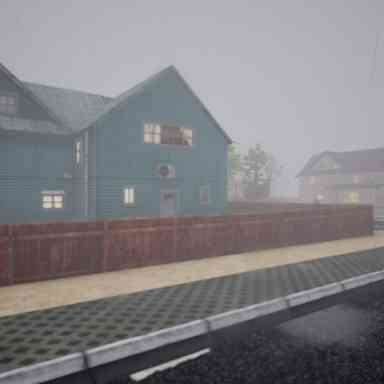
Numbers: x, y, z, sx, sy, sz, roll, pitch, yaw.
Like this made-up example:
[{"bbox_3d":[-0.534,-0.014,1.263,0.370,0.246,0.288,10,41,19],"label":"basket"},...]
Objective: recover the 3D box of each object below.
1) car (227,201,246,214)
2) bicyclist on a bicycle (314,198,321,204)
[{"bbox_3d":[5.020,1.615,33.606,1.994,1.385,4.181,0,0,-36],"label":"car"},{"bbox_3d":[12.494,1.390,33.241,1.656,1.620,0.582,0,0,-36],"label":"bicyclist on a bicycle"}]
